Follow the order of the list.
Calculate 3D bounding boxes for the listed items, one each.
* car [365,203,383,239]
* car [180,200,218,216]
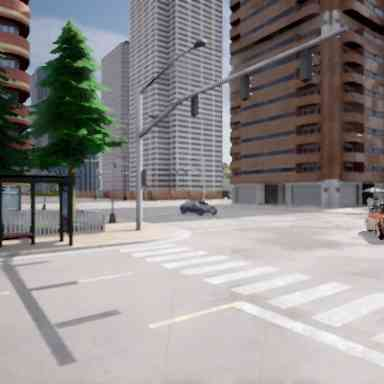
[{"bbox_3d":[10.211,1.326,16.771,2.097,1.767,4.553,0,0,19],"label":"car"},{"bbox_3d":[0.546,1.525,32.769,1.812,1.442,4.674,0,0,-35],"label":"car"}]
